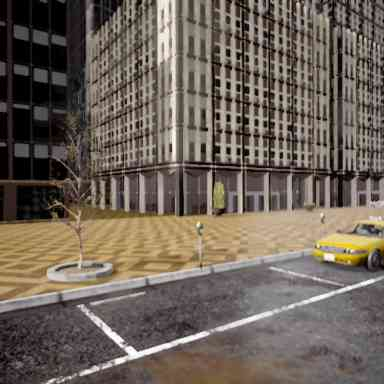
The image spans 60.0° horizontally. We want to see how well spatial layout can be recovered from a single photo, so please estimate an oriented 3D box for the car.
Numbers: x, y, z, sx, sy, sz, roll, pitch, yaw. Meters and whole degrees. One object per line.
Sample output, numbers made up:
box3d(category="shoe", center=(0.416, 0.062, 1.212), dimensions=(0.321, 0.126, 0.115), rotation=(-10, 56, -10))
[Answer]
box3d(category="car", center=(5.798, 1.489, 10.686), dimensions=(4.829, 1.417, 1.752), rotation=(0, 0, -35))
